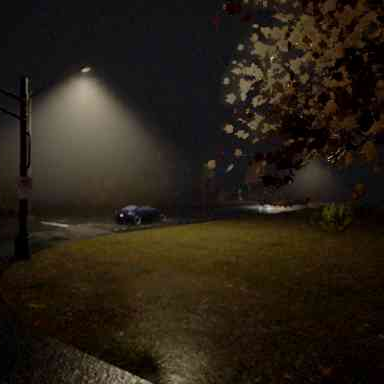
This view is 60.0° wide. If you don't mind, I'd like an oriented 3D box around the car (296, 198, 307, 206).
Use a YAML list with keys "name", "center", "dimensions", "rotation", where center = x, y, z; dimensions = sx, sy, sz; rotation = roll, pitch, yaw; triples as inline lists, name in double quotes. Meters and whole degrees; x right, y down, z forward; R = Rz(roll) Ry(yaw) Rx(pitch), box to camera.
- name: "car"
  center: [19.083, 1.741, 59.033]
  dimensions: [1.895, 1.301, 4.718]
  rotation: [1, 0, 31]

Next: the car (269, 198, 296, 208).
- name: "car"
  center: [13.829, 1.587, 50.639]
  dimensions: [1.882, 1.535, 5.008]
  rotation: [1, 0, 33]

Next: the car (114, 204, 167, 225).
- name: "car"
  center: [-3.717, 1.607, 24.758]
  dimensions: [1.994, 1.385, 4.181]
  rotation: [1, 1, 35]

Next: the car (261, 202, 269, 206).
- name: "car"
  center: [12.991, 1.666, 55.899]
  dimensions: [1.895, 1.301, 4.718]
  rotation: [1, 0, 32]
